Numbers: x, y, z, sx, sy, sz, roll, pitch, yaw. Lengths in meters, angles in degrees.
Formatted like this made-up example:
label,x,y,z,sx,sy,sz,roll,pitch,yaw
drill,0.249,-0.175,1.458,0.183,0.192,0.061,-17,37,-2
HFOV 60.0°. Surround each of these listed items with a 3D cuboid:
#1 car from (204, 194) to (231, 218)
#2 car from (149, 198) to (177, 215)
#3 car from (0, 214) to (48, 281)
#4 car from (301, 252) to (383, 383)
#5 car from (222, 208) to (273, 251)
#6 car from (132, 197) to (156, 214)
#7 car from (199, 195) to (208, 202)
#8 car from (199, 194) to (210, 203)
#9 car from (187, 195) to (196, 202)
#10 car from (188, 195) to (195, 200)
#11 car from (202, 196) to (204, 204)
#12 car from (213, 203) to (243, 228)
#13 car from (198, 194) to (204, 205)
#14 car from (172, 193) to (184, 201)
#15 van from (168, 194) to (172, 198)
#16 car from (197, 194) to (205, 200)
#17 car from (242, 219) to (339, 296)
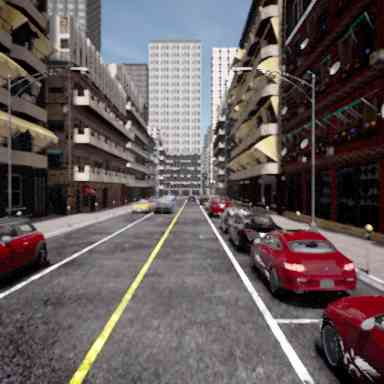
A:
label,x,y,z,sx,sy,sz,roll,pitch,yaw
car,2.544,1.314,30.572,2.192,1.841,5.009,-1,0,0
car,-2.858,1.600,33.966,1.895,1.301,4.718,0,0,0
car,-5.328,1.440,8.352,1.967,1.590,4.097,-1,0,0
car,2.556,1.582,2.827,1.802,1.307,4.206,-1,0,0
car,2.552,1.566,13.925,1.947,1.339,4.313,-1,0,0
car,-5.336,1.524,35.928,1.752,1.417,4.829,-1,0,0
car,2.531,1.433,74.964,1.967,1.590,4.097,-1,0,0
car,2.531,1.309,69.415,2.192,1.841,5.009,-1,0,0
car,-0.025,1.455,76.524,1.812,1.442,4.674,0,0,0
car,-0.028,1.427,90.005,1.895,1.301,4.718,0,0,0
car,2.543,1.524,41.840,1.752,1.417,4.829,-1,0,0
car,2.550,1.551,19.474,2.008,1.369,4.403,-1,0,0
car,2.211,1.500,57.011,1.837,1.490,4.892,0,0,0
car,-2.774,1.101,74.711,2.097,1.767,4.553,0,0,0
van,-5.354,1.330,86.040,1.690,1.788,3.998,-1,0,0
car,2.526,1.428,91.611,1.967,1.590,4.097,-1,0,0
car,2.554,1.582,8.376,1.802,1.307,4.206,-1,0,0
